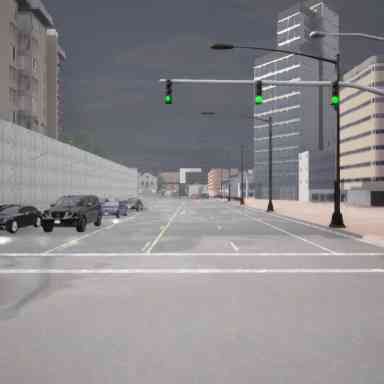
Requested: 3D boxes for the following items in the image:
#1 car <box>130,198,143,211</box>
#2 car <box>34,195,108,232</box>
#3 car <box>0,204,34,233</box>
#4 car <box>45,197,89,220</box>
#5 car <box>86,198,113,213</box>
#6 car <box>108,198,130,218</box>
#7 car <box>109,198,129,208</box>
[{"bbox_3d":[-7.127,1.491,40.302,2.128,1.511,4.902,0,0,0],"label":"car"},{"bbox_3d":[-7.115,1.221,20.319,2.150,2.045,5.566,0,0,0],"label":"car"},{"bbox_3d":[-10.618,1.505,19.685,1.837,1.490,4.892,0,0,0],"label":"car"},{"bbox_3d":[-10.626,1.352,28.753,2.097,1.767,4.553,0,0,0],"label":"car"},{"bbox_3d":[-10.629,1.505,38.571,1.837,1.490,4.892,0,0,0],"label":"car"},{"bbox_3d":[-7.126,1.526,29.959,1.812,1.442,4.674,0,0,0],"label":"car"},{"bbox_3d":[-10.600,1.601,48.631,1.895,1.301,4.718,0,0,0],"label":"car"}]
